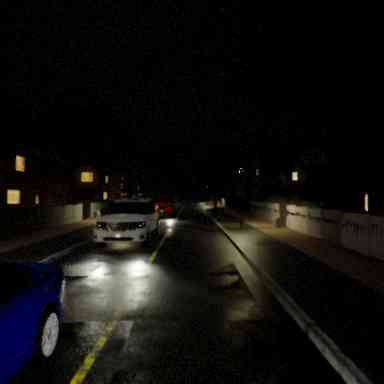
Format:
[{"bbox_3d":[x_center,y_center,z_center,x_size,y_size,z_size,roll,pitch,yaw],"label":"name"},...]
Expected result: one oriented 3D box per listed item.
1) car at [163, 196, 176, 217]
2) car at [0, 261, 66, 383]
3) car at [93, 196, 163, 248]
[{"bbox_3d":[-2.817,1.442,33.831,2.150,2.045,5.566,0,-1,0],"label":"car"},{"bbox_3d":[-2.849,1.497,3.086,1.882,1.535,5.008,0,0,0],"label":"car"},{"bbox_3d":[-2.831,1.316,15.537,2.150,2.045,5.566,0,0,0],"label":"car"}]
